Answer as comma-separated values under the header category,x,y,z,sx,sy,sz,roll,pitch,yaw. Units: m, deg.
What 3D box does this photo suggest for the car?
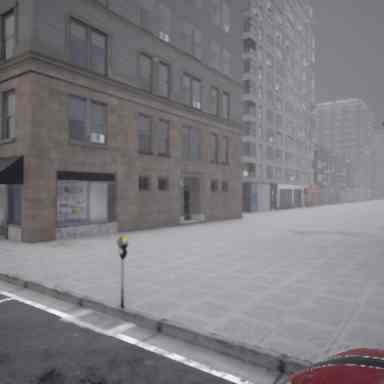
category,x,y,z,sx,sy,sz,roll,pitch,yaw
car,2.129,1.448,1.293,4.097,1.590,1.967,1,0,35
